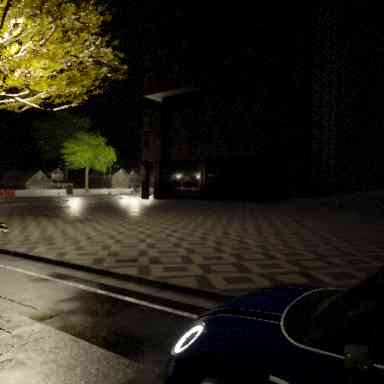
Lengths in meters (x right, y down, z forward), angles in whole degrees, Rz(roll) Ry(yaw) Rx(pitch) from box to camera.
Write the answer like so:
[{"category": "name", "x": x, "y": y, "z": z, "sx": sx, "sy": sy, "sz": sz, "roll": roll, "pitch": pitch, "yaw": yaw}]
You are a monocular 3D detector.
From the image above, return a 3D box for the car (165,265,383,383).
[{"category": "car", "x": 1.953, "y": 1.353, "z": 2.601, "sx": 4.553, "sy": 1.767, "sz": 2.097, "roll": 0, "pitch": 0, "yaw": 36}]
